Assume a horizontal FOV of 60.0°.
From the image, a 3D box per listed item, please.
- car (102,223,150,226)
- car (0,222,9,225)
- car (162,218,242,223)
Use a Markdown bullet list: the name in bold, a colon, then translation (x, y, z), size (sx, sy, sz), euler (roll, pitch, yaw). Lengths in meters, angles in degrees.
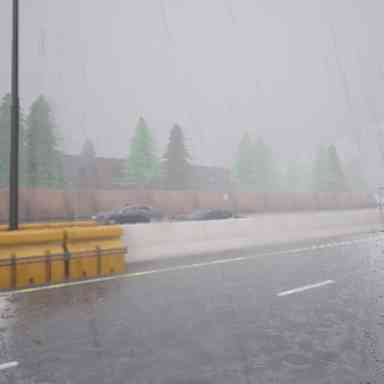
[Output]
- **car**: translation (-4.245, 1.559, 22.431), size (4.902, 1.511, 2.128), euler (0, 0, -35)
- **car**: translation (-7.861, 1.564, 11.256), size (4.181, 1.385, 1.994), euler (1, 0, -35)
- **car**: translation (0.867, 1.625, 17.485), size (5.357, 1.411, 2.033), euler (1, 0, -35)
